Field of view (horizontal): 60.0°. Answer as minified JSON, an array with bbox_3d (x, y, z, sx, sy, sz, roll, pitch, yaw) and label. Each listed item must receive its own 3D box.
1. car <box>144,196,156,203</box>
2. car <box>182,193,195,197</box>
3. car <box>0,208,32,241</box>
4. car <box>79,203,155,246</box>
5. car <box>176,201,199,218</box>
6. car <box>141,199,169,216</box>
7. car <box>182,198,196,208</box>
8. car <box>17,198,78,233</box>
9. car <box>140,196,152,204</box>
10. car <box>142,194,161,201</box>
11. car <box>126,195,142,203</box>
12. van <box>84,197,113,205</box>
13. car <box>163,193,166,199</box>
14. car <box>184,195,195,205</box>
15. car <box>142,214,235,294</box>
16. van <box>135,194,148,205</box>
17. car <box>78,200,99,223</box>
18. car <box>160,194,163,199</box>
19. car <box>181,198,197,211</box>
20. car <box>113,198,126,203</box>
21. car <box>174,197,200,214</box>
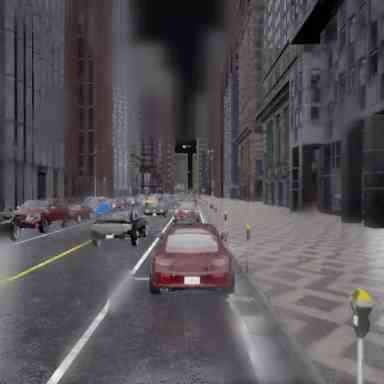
[{"bbox_3d":[-8.911,1.552,70.437,2.008,1.369,4.403,0,0,0],"label":"car"},{"bbox_3d":[-0.386,1.313,36.627,2.192,1.841,5.009,0,0,0],"label":"car"},{"bbox_3d":[-8.910,1.565,14.070,1.947,1.339,4.313,0,0,0],"label":"car"},{"bbox_3d":[-3.145,1.495,15.138,2.128,1.511,4.902,0,0,0],"label":"car"},{"bbox_3d":[-0.385,1.564,30.990,1.947,1.339,4.313,0,0,0],"label":"car"},{"bbox_3d":[-3.145,1.616,30.169,1.895,1.301,4.718,0,0,0],"label":"car"},{"bbox_3d":[-0.385,1.564,47.899,1.947,1.339,4.313,0,0,0],"label":"car"},{"bbox_3d":[-8.911,1.314,19.706,2.192,1.841,5.009,0,0,0],"label":"car"},{"bbox_3d":[-8.911,1.525,64.631,1.752,1.417,4.829,0,0,0],"label":"car"},{"bbox_3d":[-6.145,1.511,49.138,1.882,1.535,5.008,0,0,0],"label":"car"},{"bbox_3d":[-8.911,1.438,47.891,1.967,1.590,4.097,0,0,0],"label":"car"},{"bbox_3d":[-8.911,1.339,30.980,1.690,1.788,3.998,0,0,0],"label":"van"},{"bbox_3d":[-8.912,1.324,87.347,2.192,1.841,5.009,0,0,0],"label":"car"},{"bbox_3d":[-0.386,1.439,59.171,1.967,1.590,4.097,0,0,0],"label":"car"},{"bbox_3d":[0.003,1.524,8.651,1.812,1.442,4.674,0,0,0],"label":"car"},{"bbox_3d":[-8.911,1.340,59.164,1.690,1.788,3.998,0,0,0],"label":"van"},{"bbox_3d":[-8.910,1.543,25.344,1.887,1.381,4.507,0,0,0],"label":"car"},{"bbox_3d":[-8.911,1.446,81.710,1.967,1.590,4.097,0,0,0],"label":"car"},{"bbox_3d":[-0.385,1.543,42.263,1.887,1.381,4.507,0,0,0],"label":"car"},{"bbox_3d":[-8.911,1.438,36.617,1.967,1.590,4.097,0,0,0],"label":"car"},{"bbox_3d":[-0.386,1.439,25.353,1.967,1.590,4.097,0,0,0],"label":"car"}]
